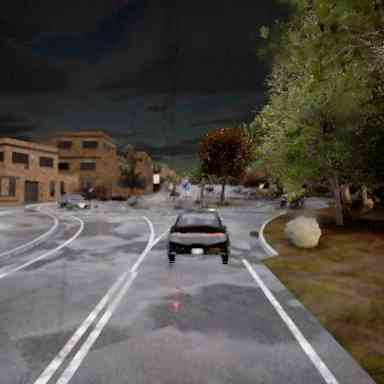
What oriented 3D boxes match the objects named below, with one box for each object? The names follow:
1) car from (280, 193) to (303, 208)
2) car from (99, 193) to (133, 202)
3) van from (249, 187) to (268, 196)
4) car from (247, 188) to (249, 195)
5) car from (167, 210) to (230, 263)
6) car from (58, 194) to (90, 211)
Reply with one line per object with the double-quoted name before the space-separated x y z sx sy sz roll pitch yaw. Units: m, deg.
"car" 10.559 0.832 35.102 1.837 1.490 4.892 2 1 24
"car" -11.020 0.836 48.316 1.895 1.301 4.718 -1 0 42
"van" 18.151 0.183 88.371 4.442 1.987 1.878 0 2 1
"car" 18.354 0.348 91.148 4.792 1.488 2.163 0 2 1
"car" 0.277 1.362 11.415 2.128 1.511 4.902 0 1 3
"car" -11.228 0.955 31.444 2.128 1.511 4.902 1 1 -37
